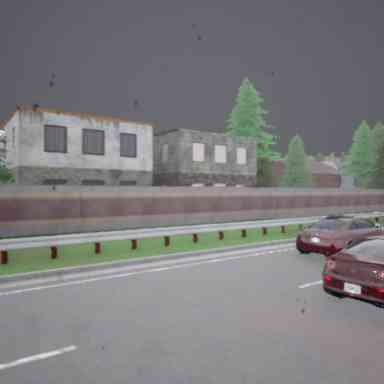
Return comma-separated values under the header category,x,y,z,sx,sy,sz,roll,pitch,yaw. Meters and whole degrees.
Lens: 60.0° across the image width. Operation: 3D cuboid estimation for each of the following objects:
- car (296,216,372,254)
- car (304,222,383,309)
category,x,y,z,sx,sy,sz,roll,pitch,yaw
car,5.727,1.558,12.164,4.181,1.385,1.994,0,0,-35
car,4.707,1.522,7.166,4.674,1.442,1.812,0,0,-35
